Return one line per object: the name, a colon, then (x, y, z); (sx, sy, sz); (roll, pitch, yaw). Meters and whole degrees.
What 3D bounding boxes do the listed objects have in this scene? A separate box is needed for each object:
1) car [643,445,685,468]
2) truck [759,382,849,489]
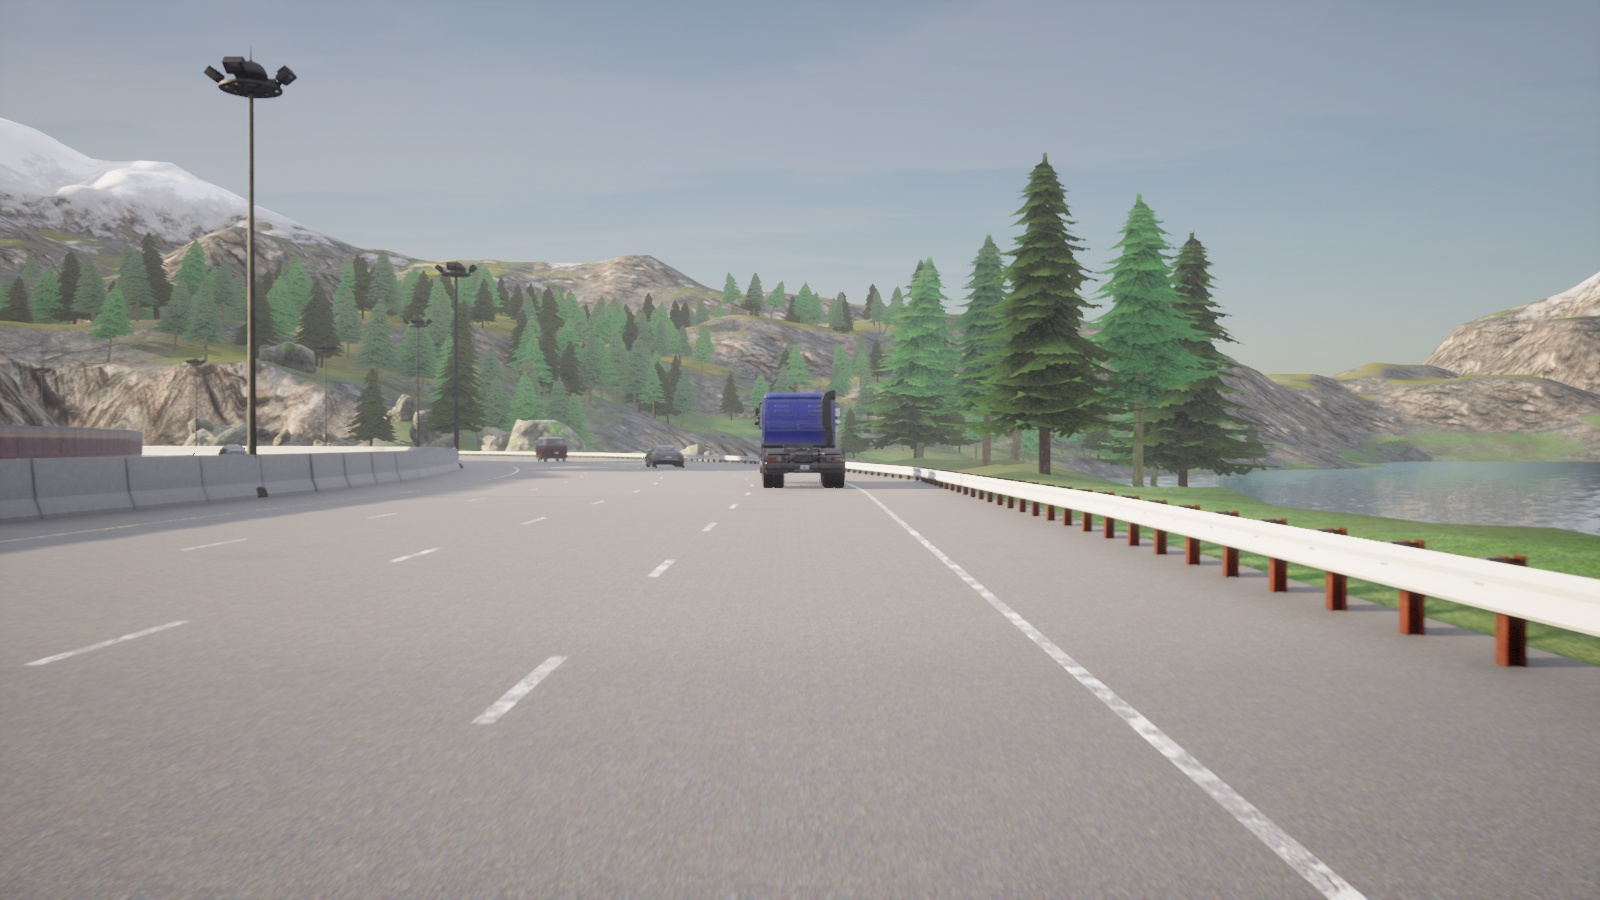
car: (-8.344, 0.372, 76.595); (1.994, 1.385, 4.181); (0, 0, -14)
truck: (0.000, -0.488, 44.872); (2.891, 3.462, 7.936); (0, 0, -2)
